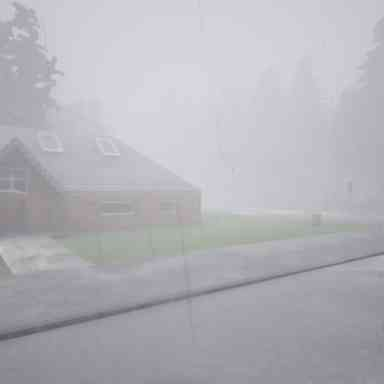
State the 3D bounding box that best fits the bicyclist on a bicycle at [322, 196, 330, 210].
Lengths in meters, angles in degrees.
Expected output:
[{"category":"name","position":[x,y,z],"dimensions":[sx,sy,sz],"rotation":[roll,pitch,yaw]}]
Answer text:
[{"category":"bicyclist on a bicycle","position":[16.420,1.364,40.699],"dimensions":[1.656,1.620,0.582],"rotation":[0,0,-36]}]
